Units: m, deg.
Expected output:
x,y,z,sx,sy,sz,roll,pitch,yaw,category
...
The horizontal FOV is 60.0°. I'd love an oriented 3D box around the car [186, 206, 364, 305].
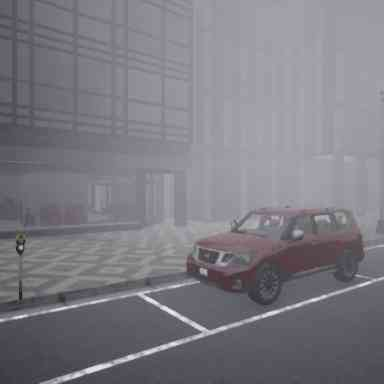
x,y,z,sx,sy,sz,roll,pitch,yaw,category
2.282,1.313,8.274,5.009,1.841,2.192,0,0,-35,car
